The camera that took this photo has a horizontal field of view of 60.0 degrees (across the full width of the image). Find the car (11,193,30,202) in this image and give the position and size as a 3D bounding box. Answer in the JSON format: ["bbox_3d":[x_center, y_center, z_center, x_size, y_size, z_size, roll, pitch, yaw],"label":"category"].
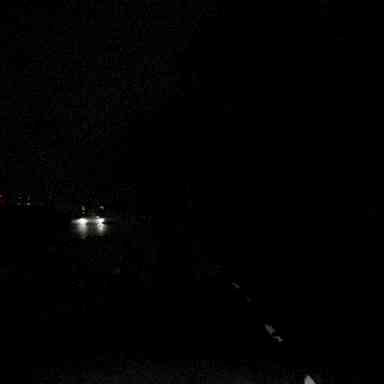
[{"bbox_3d":[-33.799,1.075,65.533,4.553,1.767,2.097,1,0,42],"label":"car"}]

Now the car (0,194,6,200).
[{"bbox_3d":[-46.175,1.117,79.057,4.892,1.490,1.837,1,0,29],"label":"car"}]

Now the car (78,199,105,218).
[{"bbox_3d":[-9.560,1.417,31.384,2.097,1.767,4.553,0,0,-23],"label":"car"}]
